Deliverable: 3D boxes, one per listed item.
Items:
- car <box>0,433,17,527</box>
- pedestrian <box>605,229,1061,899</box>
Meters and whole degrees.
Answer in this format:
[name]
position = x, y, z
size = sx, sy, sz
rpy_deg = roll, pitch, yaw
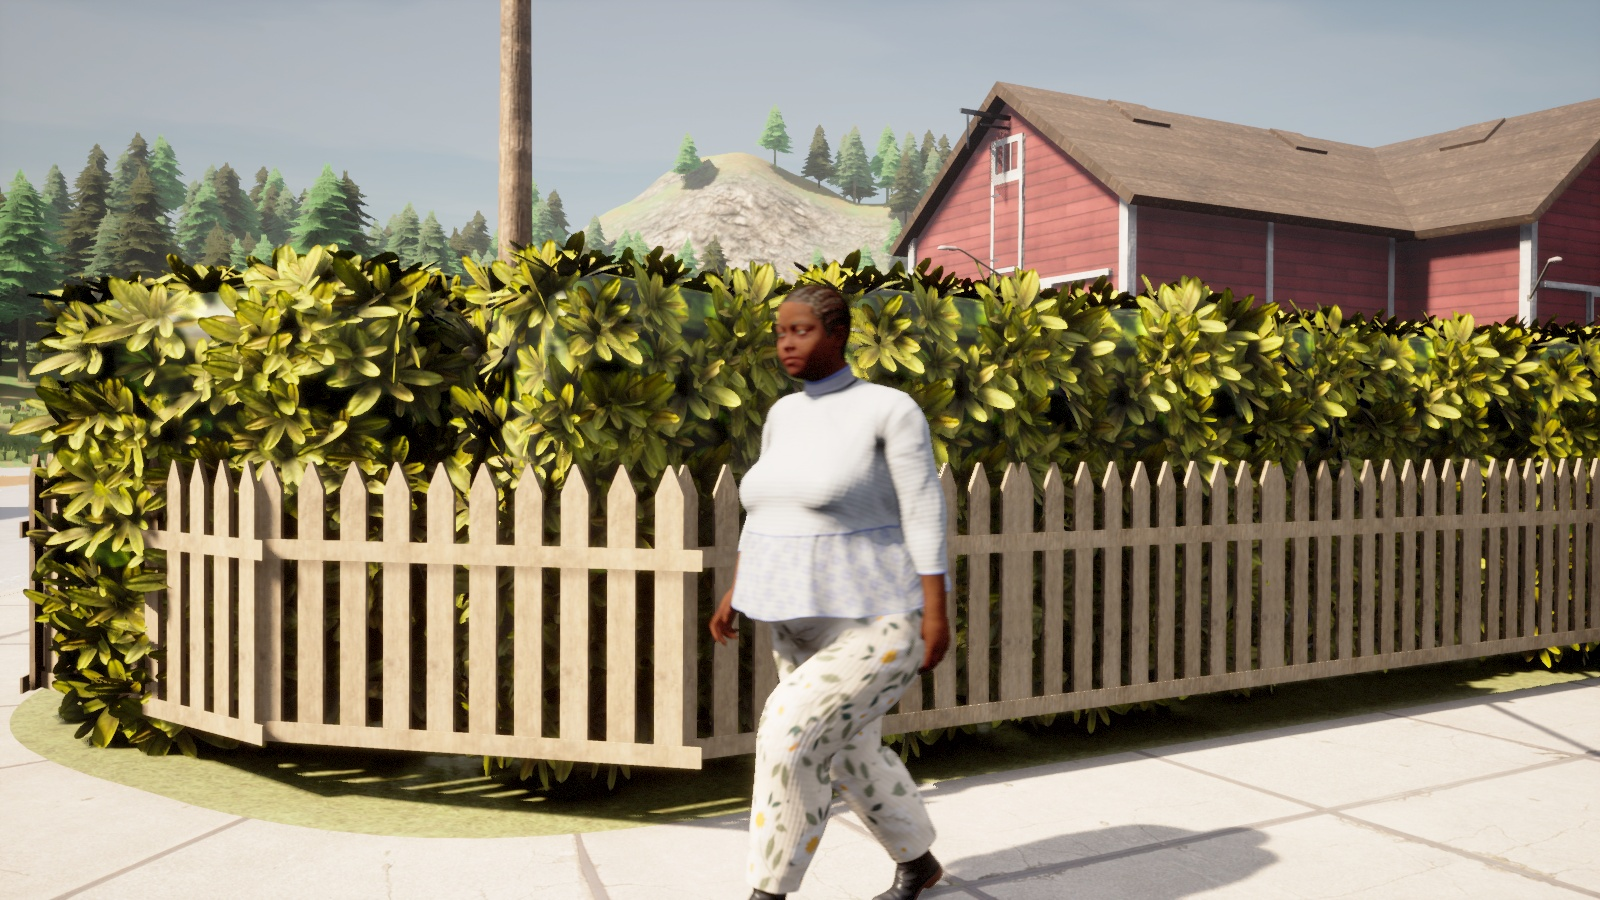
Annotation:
[car]
position = -13.894, 0.549, 18.893
size = 1.801, 1.575, 5.366
rpy_deg = -1, 1, -12
[pedestrian]
position = 0.080, 0.412, 3.510
size = 0.900, 1.855, 0.874
rpy_deg = -1, 1, -37
